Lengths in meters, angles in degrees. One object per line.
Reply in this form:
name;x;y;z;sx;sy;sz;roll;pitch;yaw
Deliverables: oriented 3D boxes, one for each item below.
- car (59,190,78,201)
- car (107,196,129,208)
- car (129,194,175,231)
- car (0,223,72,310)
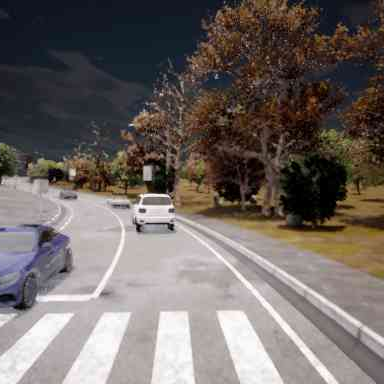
car;-17.879;0.405;48.048;2.033;1.411;5.357;2;2;-31
car;-8.511;1.076;38.232;1.895;1.301;4.718;1;1;-24
car;-2.447;1.128;20.327;2.150;2.045;5.566;1;1;-13
car;-4.159;1.519;7.828;1.812;1.442;4.674;0;0;-6
